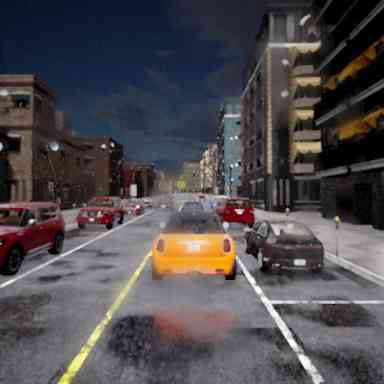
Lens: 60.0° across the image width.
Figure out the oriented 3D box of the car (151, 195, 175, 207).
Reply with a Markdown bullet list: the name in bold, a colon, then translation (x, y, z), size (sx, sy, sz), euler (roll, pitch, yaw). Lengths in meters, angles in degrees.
- **car**: translation (-3.086, 1.375, 38.152), size (2.128, 1.511, 4.902), euler (0, 0, 0)

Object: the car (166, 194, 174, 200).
- **car**: translation (-5.676, 1.277, 86.588), size (1.887, 1.381, 4.507), euler (1, 0, 0)

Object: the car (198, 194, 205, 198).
- **car**: translation (2.706, 1.154, 92.335), size (1.967, 1.590, 4.097), euler (1, 0, 0)

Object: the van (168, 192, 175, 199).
- **van**: translation (-5.672, 1.055, 92.275), size (1.690, 1.788, 3.998), euler (1, 0, 0)

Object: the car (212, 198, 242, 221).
- **car**: translation (2.706, 1.359, 26.721), size (1.967, 1.590, 4.097), euler (1, 0, 0)

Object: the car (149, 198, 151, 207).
- **car**: translation (-5.677, 1.420, 42.950), size (2.008, 1.369, 4.403), euler (1, 0, 0)

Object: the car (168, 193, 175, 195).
- **car**: translation (-5.752, 1.295, 80.906), size (1.887, 1.381, 4.507), euler (1, 0, 0)

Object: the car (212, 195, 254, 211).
- **car**: translation (2.708, 1.250, 21.314), size (2.192, 1.841, 5.009), euler (1, 0, 0)

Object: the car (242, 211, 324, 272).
- **car**: translation (2.704, 1.519, 10.500), size (2.008, 1.369, 4.403), euler (1, 0, 0)

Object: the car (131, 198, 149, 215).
- **car**: translation (-5.674, 1.342, 32.136), size (1.967, 1.590, 4.097), euler (1, 0, 0)

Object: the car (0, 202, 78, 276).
- **car**: translation (-5.671, 1.283, 10.507), size (2.192, 1.841, 5.009), euler (1, 0, 0)

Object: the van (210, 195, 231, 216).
- **van**: translation (2.708, 1.243, 32.128), size (1.690, 1.788, 3.998), euler (1, 0, 0)

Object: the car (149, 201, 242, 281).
- **car**: translation (0.059, 1.321, 9.910), size (2.097, 1.767, 4.553), euler (0, 0, 0)

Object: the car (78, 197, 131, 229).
- **car**: translation (-5.671, 1.250, 21.321), size (2.192, 1.841, 5.009), euler (1, 0, 0)
